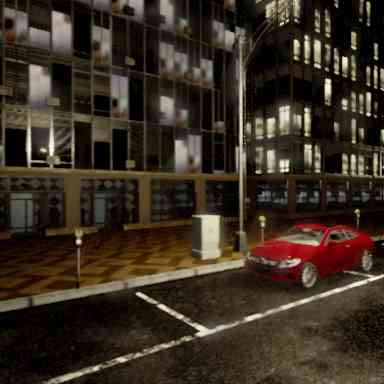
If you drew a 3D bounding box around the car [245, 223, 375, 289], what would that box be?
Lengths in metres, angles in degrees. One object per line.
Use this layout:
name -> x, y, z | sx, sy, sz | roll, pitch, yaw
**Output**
car -> 3.293, 1.520, 8.902 | 4.206, 1.307, 1.802 | -1, 1, -35
